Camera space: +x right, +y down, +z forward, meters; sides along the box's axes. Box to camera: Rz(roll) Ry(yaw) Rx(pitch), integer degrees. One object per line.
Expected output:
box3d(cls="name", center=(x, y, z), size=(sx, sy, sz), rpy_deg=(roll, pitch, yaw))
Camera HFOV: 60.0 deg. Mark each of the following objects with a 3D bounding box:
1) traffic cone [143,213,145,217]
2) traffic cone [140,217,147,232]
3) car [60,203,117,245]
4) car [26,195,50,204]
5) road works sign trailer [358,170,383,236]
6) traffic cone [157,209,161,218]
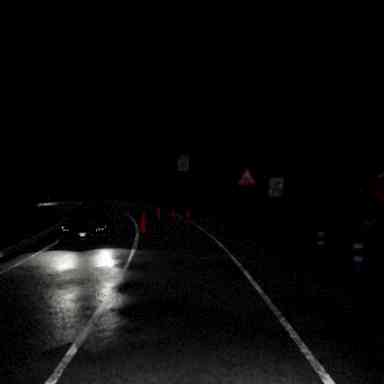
box3d(cls="traffic cone", center=(-2.686, 1.603, 18.418), size=(0.340, 0.580, 0.340), rpy_deg=(-1, 2, -8))
box3d(cls="traffic cone", center=(-2.413, 1.655, 16.437), size=(0.340, 0.580, 0.340), rpy_deg=(-1, 2, -8))
box3d(cls="car", center=(-4.406, 1.281, 14.626), size=(1.837, 1.490, 4.892), rpy_deg=(0, 1, -9))
box3d(cls="car", center=(-23.435, 1.092, 50.614), size=(4.718, 1.301, 1.895), rpy_deg=(-1, 4, 42))
box3d(cls="road works sign trailer", center=(7.484, 0.745, 11.481), size=(2.880, 2.380, 3.560), rpy_deg=(-42, 1, 2))
box3d(cls="traffic cone", center=(-2.242, 1.469, 22.505), size=(0.340, 0.580, 0.340), rpy_deg=(-2, 2, -7))
